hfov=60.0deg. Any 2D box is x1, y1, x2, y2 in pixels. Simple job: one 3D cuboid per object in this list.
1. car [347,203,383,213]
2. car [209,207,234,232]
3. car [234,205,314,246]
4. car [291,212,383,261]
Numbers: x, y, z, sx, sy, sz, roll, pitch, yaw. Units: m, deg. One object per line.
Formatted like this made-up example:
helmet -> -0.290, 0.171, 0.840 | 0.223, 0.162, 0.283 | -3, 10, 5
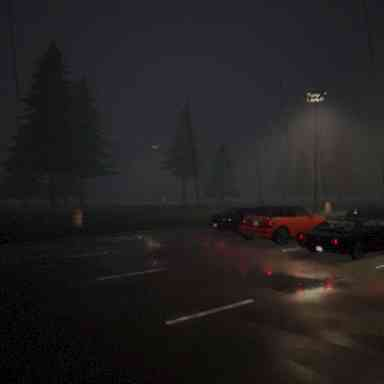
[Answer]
car -> 14.627, 1.628, 27.549 | 4.181, 1.385, 1.994 | 0, 0, -35
car -> 3.063, 1.556, 19.004 | 4.674, 1.442, 1.812 | 0, 0, -38
car -> 4.509, 1.380, 15.632 | 4.553, 1.767, 2.097 | 0, 0, -35
car -> 6.114, 1.628, 12.486 | 4.718, 1.301, 1.895 | 0, 0, -35
